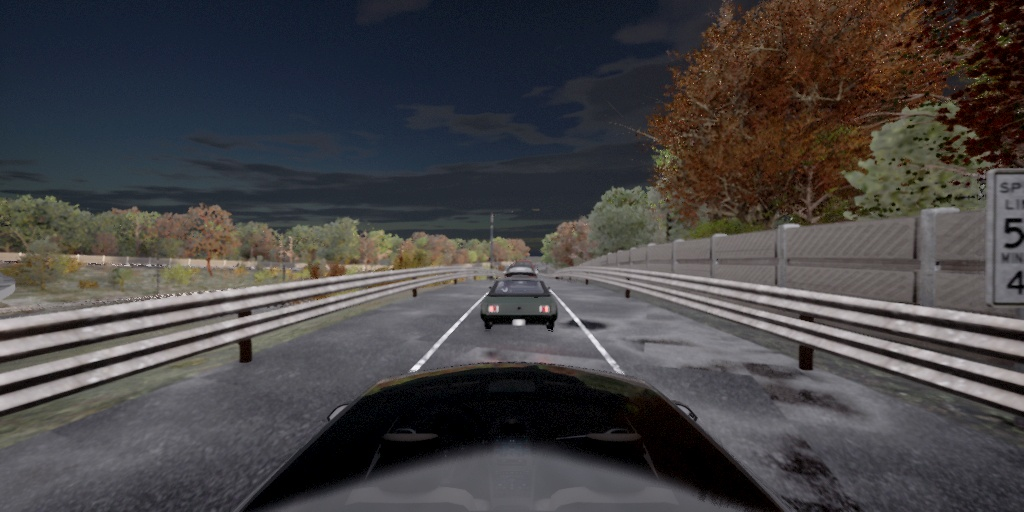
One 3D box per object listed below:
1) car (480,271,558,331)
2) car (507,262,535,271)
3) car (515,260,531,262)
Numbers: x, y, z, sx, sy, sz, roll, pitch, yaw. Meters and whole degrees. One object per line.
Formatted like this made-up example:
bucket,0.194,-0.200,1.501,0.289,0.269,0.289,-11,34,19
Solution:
car,0.222,1.289,10.748,1.895,1.301,4.718,0,0,1
car,0.505,1.253,20.943,1.882,1.535,5.008,0,-1,2
car,1.137,1.499,36.407,2.150,2.045,5.566,0,-2,2
